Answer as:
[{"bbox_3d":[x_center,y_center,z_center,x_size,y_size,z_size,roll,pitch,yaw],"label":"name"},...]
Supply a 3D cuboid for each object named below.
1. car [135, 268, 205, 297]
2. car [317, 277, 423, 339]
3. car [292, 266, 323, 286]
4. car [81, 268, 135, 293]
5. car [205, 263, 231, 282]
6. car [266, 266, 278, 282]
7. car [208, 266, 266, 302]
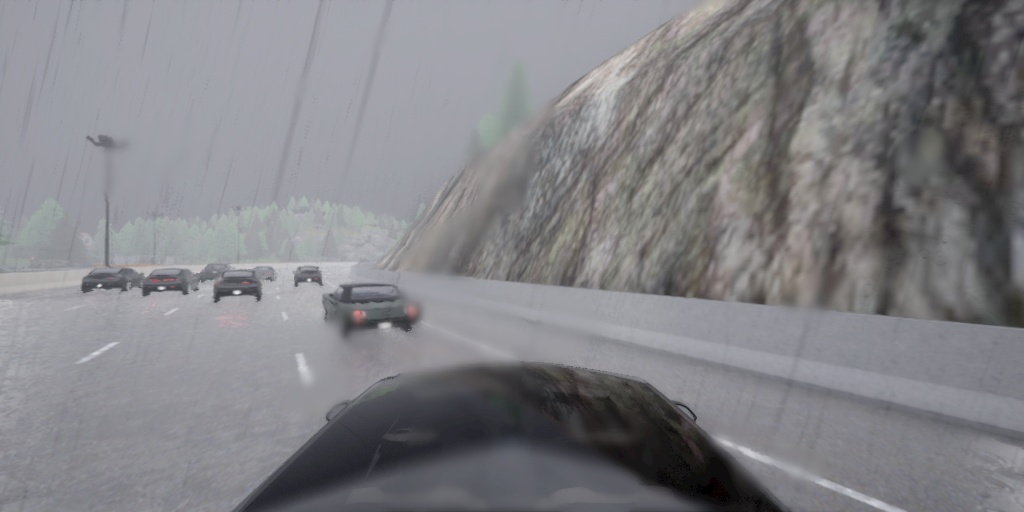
[{"bbox_3d":[-19.662,1.454,20.846,1.837,1.490,4.892,0,0,-33],"label":"car"},{"bbox_3d":[-4.339,1.445,10.613,1.895,1.301,4.718,0,-1,-35],"label":"car"},{"bbox_3d":[-16.248,1.539,28.570,1.837,1.490,4.892,0,-1,-31],"label":"car"},{"bbox_3d":[-24.919,1.469,22.628,1.837,1.490,4.892,0,-1,-32],"label":"car"},{"bbox_3d":[-26.781,1.427,32.963,2.097,1.767,4.553,0,-1,-29],"label":"car"},{"bbox_3d":[-22.982,1.628,33.237,2.033,1.411,5.357,0,-1,-29],"label":"car"},{"bbox_3d":[-13.880,1.429,18.360,1.837,1.490,4.892,0,-1,-34],"label":"car"}]
